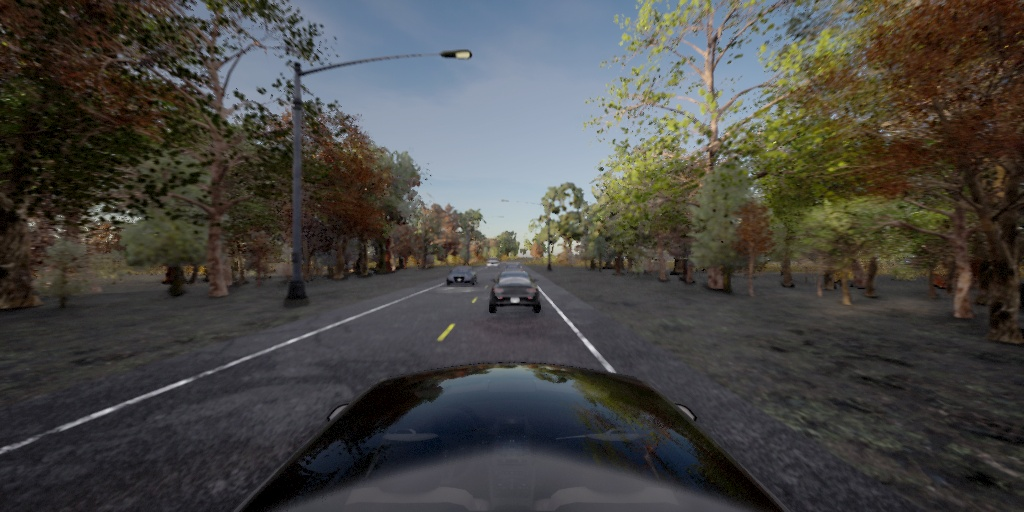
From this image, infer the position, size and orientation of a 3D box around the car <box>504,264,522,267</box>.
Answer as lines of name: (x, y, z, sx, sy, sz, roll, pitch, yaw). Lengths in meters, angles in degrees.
car: (0.098, 1.466, 34.997, 1.994, 1.385, 4.181, 0, 0, 0)

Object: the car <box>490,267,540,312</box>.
car: (0.100, 1.336, 14.500, 1.812, 1.442, 4.674, 0, 0, 0)

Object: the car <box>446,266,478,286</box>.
car: (-3.594, 1.428, 26.408, 1.994, 1.385, 4.181, 0, 0, 0)
